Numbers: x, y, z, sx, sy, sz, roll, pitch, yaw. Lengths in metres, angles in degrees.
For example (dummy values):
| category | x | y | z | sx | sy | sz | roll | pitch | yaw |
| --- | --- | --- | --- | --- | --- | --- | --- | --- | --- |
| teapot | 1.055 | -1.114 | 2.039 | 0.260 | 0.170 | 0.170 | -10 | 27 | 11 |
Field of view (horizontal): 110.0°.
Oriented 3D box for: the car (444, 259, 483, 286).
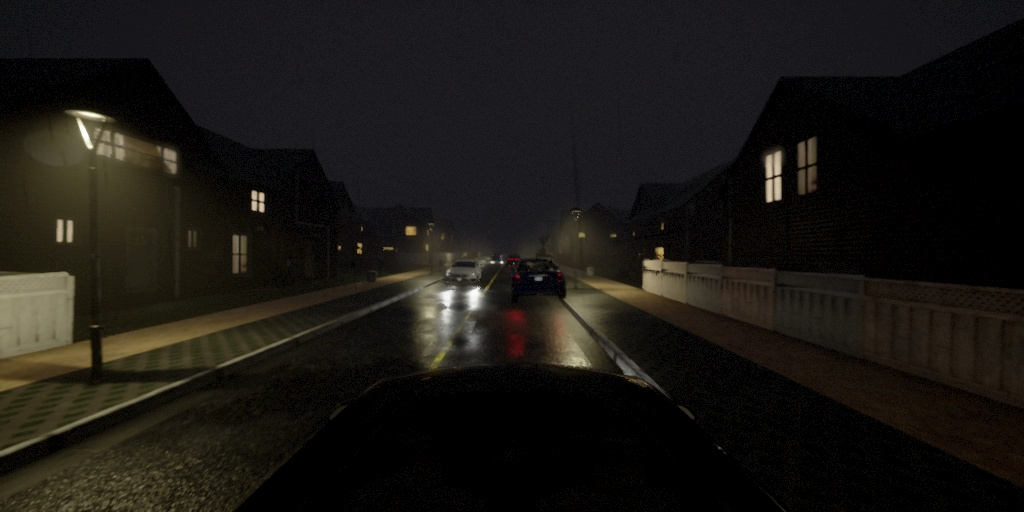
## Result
| category | x | y | z | sx | sy | sz | roll | pitch | yaw |
| --- | --- | --- | --- | --- | --- | --- | --- | --- | --- |
| car | -2.774 | 0.918 | 21.317 | 1.812 | 1.442 | 4.674 | 0 | 1 | 0 |

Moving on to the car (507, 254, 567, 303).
| category | x | y | z | sx | sy | sz | roll | pitch | yaw |
| --- | --- | --- | --- | --- | --- | --- | --- | --- | --- |
| car | 0.981 | 0.822 | 15.237 | 2.097 | 1.767 | 4.553 | -2 | 1 | 0 |

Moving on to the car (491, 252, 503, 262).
| category | x | y | z | sx | sy | sz | roll | pitch | yaw |
| --- | --- | --- | --- | --- | --- | --- | --- | --- | --- |
| car | -2.561 | 0.045 | 62.517 | 2.097 | 1.767 | 4.553 | 0 | 1 | 1 |

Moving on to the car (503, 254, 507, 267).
| category | x | y | z | sx | sy | sz | roll | pitch | yaw |
| --- | --- | --- | --- | --- | --- | --- | --- | --- | --- |
| car | 0.228 | 0.519 | 42.900 | 1.837 | 1.490 | 4.892 | 0 | 0 | 0 |
